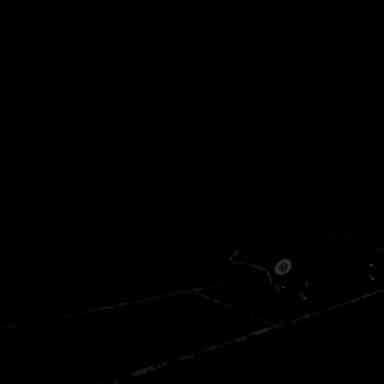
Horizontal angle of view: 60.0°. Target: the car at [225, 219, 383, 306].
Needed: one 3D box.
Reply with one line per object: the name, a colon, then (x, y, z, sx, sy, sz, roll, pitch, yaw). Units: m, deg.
car: (2.746, 1.509, 8.144, 4.097, 1.590, 1.967, 1, 0, -35)
